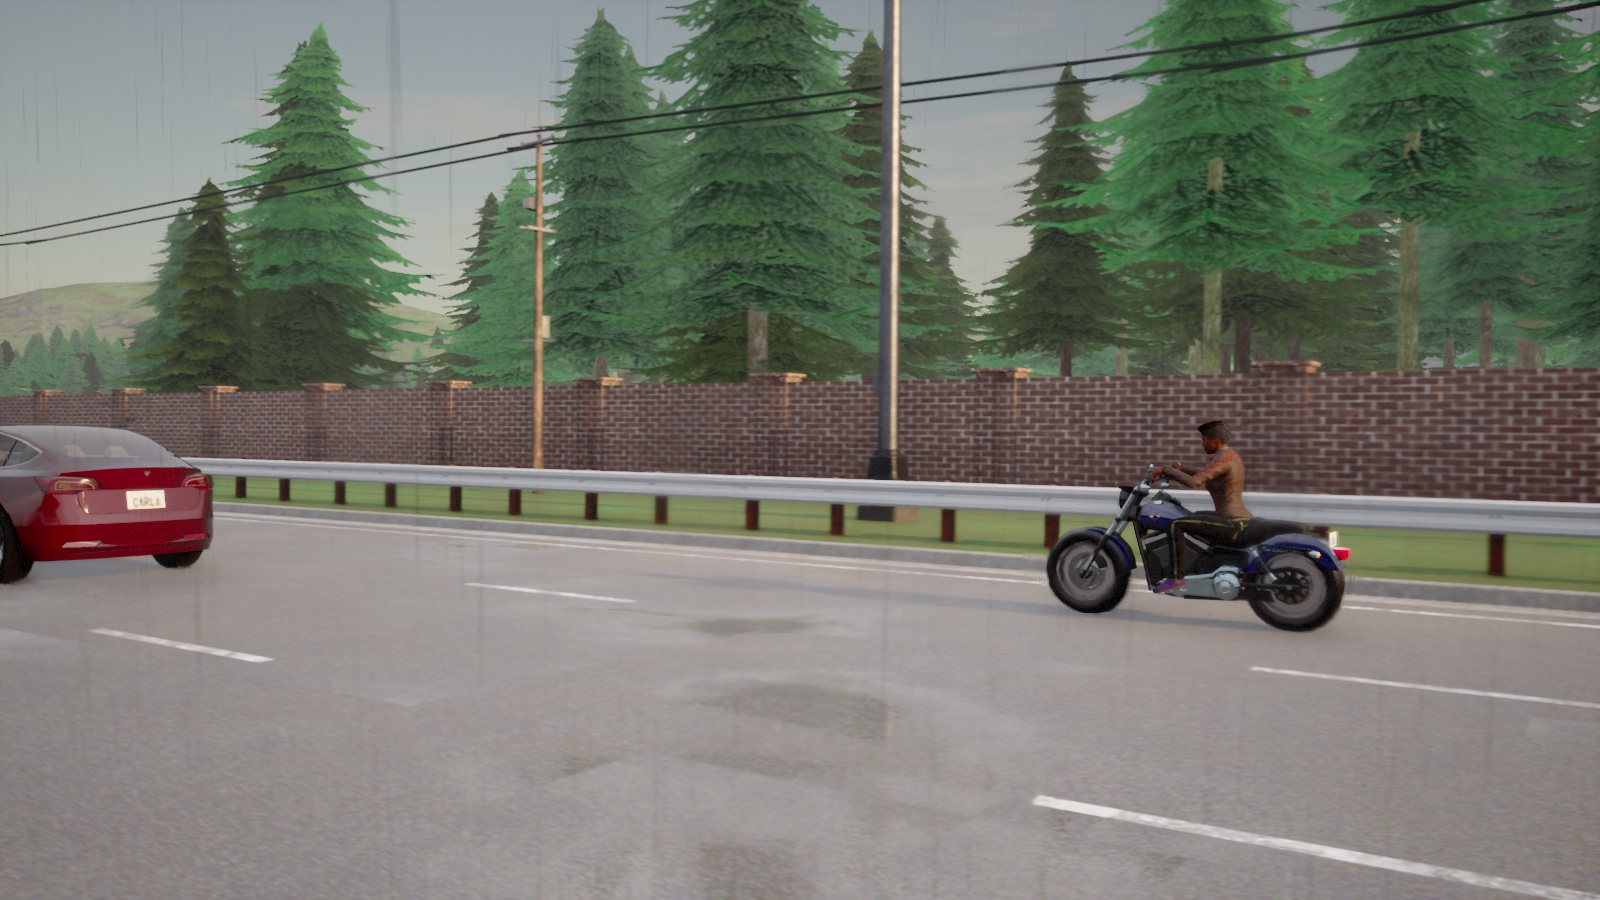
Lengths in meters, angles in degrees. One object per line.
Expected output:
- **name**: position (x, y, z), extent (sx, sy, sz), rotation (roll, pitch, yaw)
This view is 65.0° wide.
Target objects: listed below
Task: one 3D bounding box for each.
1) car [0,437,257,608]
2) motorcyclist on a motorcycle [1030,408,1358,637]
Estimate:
- **car**: position (-8.141, 0.624, 13.233), extent (4.792, 1.488, 2.163), rotation (0, 1, 34)
- **motorcyclist on a motorcycle**: position (3.086, 0.518, 9.975), extent (2.350, 1.649, 0.766), rotation (0, 1, 34)
